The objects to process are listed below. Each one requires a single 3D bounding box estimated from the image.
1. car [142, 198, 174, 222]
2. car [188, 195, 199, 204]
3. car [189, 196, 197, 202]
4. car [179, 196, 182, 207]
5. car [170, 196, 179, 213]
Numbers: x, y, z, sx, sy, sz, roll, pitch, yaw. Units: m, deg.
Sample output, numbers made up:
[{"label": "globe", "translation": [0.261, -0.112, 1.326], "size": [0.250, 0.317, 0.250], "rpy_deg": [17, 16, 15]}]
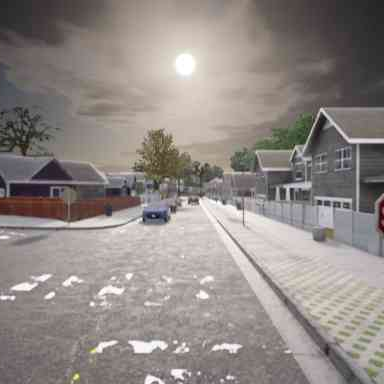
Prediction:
[{"label": "car", "translation": [-2.763, 1.472, 26.631], "size": [1.882, 1.535, 5.008], "rpy_deg": [0, 0, 0]}, {"label": "car", "translation": [0.306, 1.419, 65.762], "size": [2.097, 1.767, 4.553], "rpy_deg": [0, 0, 0]}, {"label": "car", "translation": [0.262, 1.674, 84.886], "size": [1.812, 1.442, 4.674], "rpy_deg": [0, 0, 0]}, {"label": "car", "translation": [-2.664, 1.386, 51.709], "size": [2.097, 1.767, 4.553], "rpy_deg": [0, 0, 2]}, {"label": "car", "translation": [-2.709, 1.484, 37.682], "size": [1.882, 1.535, 5.008], "rpy_deg": [0, 0, -2]}]
